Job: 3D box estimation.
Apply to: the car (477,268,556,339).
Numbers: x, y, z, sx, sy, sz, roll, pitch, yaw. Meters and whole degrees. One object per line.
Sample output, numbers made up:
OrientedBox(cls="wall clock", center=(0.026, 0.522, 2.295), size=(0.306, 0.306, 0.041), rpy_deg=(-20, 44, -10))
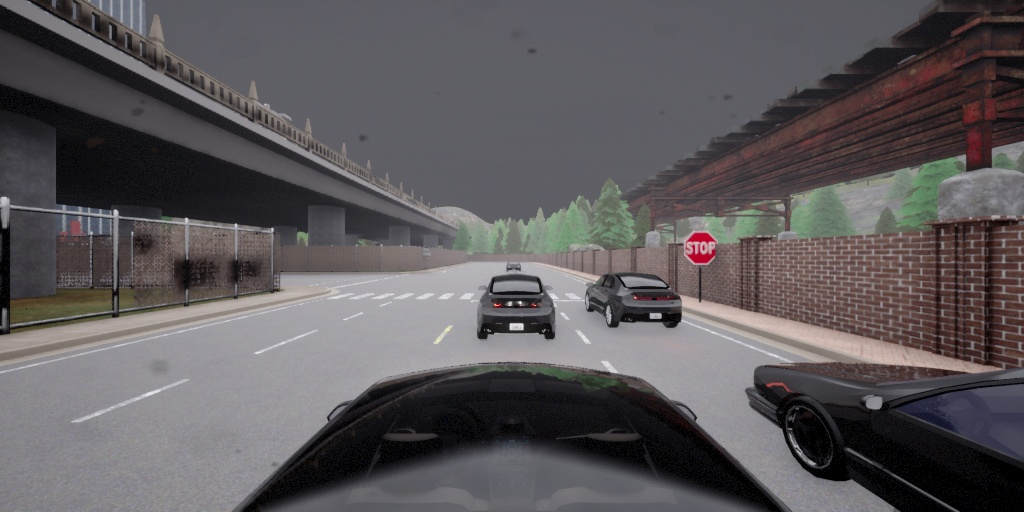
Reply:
OrientedBox(cls="car", center=(0.101, 1.255, 10.028), size=(1.837, 1.490, 4.892), rpy_deg=(0, 0, 0))

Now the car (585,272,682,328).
OrientedBox(cls="car", center=(3.603, 1.255, 11.386), size=(1.837, 1.490, 4.892), rpy_deg=(0, 0, 0))

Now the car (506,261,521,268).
OrientedBox(cls="car", center=(0.196, 1.351, 46.310), size=(1.895, 1.301, 4.718), rpy_deg=(0, 0, -1))

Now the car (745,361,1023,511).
OrientedBox(cls="car", center=(3.600, 1.297, 1.640), size=(2.033, 1.411, 5.357), rpy_deg=(0, 0, 0))
